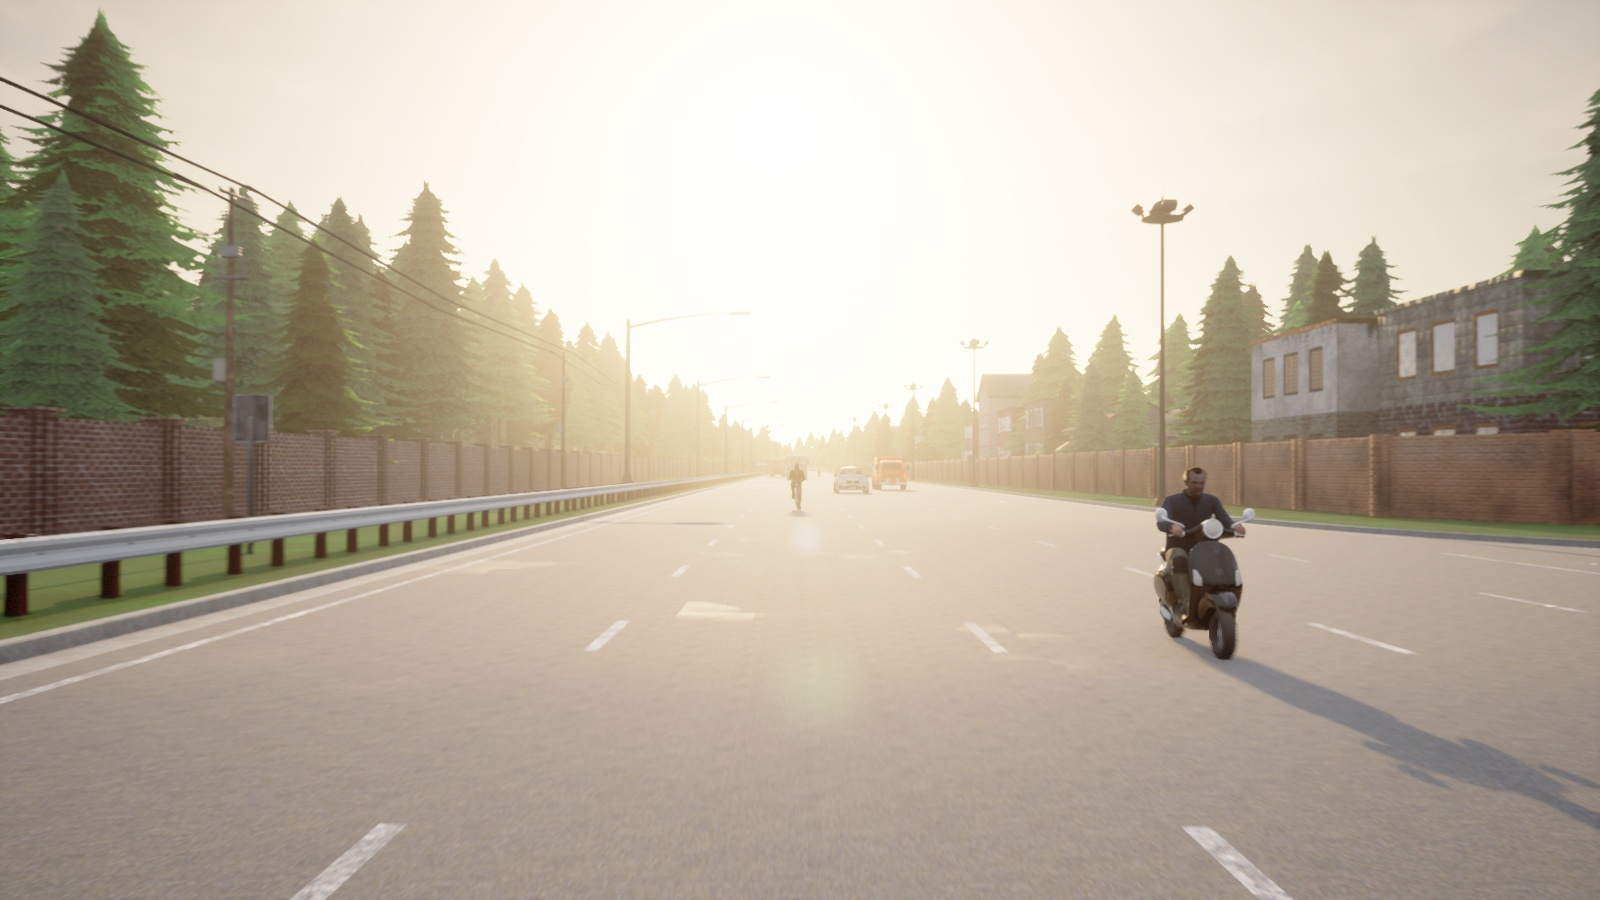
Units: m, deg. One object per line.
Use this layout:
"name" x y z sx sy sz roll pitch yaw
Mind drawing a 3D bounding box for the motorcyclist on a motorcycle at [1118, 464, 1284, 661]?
"motorcyclist on a motorcycle" 3.473 0.917 11.057 0.866 1.590 1.817 0 -1 0

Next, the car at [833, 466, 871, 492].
"car" 3.305 1.857 81.219 2.242 1.667 4.611 0 -1 0

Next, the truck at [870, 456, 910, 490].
"truck" 6.771 1.714 94.666 2.627 2.467 5.204 0 -1 0
